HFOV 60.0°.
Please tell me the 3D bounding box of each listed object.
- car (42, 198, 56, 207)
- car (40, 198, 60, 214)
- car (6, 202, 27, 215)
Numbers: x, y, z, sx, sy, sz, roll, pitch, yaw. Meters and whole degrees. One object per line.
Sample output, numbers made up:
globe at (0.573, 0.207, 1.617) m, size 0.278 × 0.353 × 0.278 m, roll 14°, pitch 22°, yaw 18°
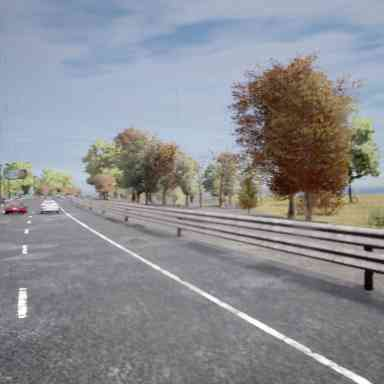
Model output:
car at (-25.292, 1.805, 58.957) m, size 2.128 × 1.511 × 4.902 m, roll -1°, pitch 0°, yaw -22°
car at (-16.683, 1.724, 38.973) m, size 1.812 × 1.442 × 4.674 m, roll -1°, pitch 0°, yaw -24°
car at (-20.399, 1.836, 38.688) m, size 1.994 × 1.385 × 4.181 m, roll -1°, pitch 0°, yaw -24°
